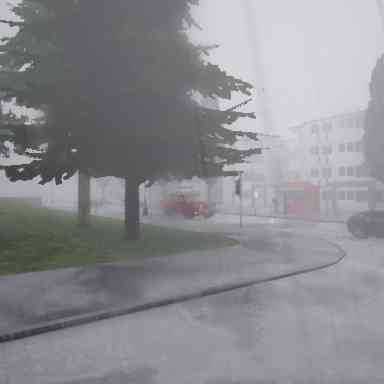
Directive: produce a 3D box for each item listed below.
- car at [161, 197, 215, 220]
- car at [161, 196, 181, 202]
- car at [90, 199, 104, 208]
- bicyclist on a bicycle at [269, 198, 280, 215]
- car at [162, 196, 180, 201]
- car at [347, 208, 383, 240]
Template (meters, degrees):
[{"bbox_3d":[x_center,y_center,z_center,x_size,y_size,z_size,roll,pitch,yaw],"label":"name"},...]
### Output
[{"bbox_3d":[-0.410,1.220,28.787,2.150,2.045,5.566,0,0,-36],"label":"car"},{"bbox_3d":[-5.219,1.670,83.170,4.974,1.542,2.038,0,0,-6],"label":"car"},{"bbox_3d":[-14.526,1.600,48.712,1.895,1.301,4.718,0,0,-35],"label":"car"},{"bbox_3d":[7.855,1.348,31.665,1.656,1.620,0.582,0,0,-36],"label":"bicyclist on a bicycle"},{"bbox_3d":[-5.271,1.513,83.164,4.536,1.218,1.853,0,0,-6],"label":"car"},{"bbox_3d":[9.160,1.505,14.507,1.837,1.490,4.892,1,-1,-22],"label":"car"}]
